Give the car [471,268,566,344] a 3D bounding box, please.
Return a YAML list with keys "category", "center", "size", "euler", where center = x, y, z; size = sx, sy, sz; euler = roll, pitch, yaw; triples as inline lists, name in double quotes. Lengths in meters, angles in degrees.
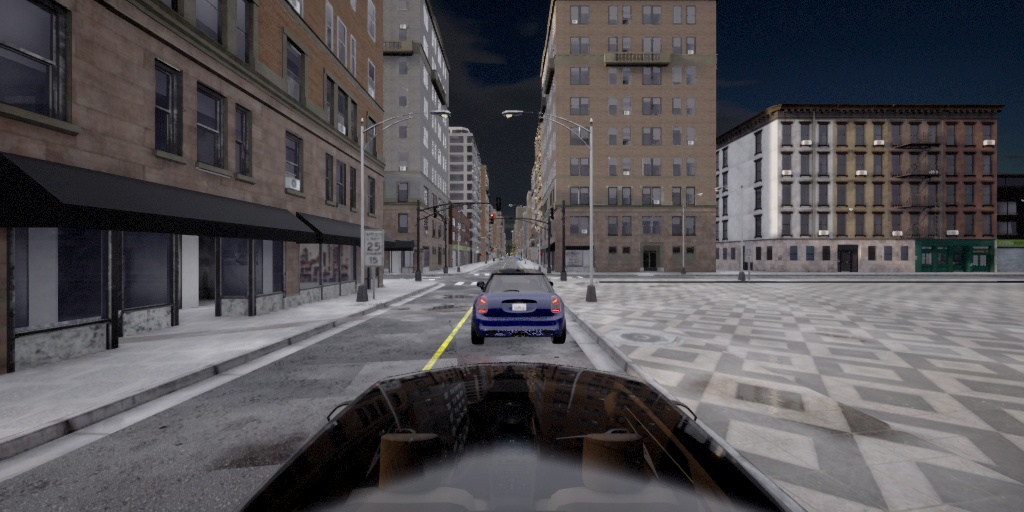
- category: "car"
  center: [0.100, 1.102, 9.716]
  size: [2.097, 1.767, 4.553]
  euler: [0, 0, -1]
